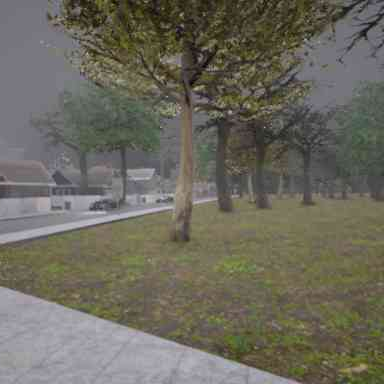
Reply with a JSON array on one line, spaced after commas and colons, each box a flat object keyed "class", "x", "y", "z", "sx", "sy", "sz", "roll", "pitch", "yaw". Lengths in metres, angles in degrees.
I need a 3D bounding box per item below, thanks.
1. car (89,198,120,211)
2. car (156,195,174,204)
[{"class": "car", "x": -9.435, "y": 1.357, "z": 36.124, "sx": 1.994, "sy": 1.385, "sz": 4.181, "roll": -1, "pitch": 0, "yaw": 12}, {"class": "car", "x": -4.658, "y": 1.253, "z": 58.244, "sx": 2.033, "sy": 1.411, "sz": 5.357, "roll": -1, "pitch": 0, "yaw": 12}]
